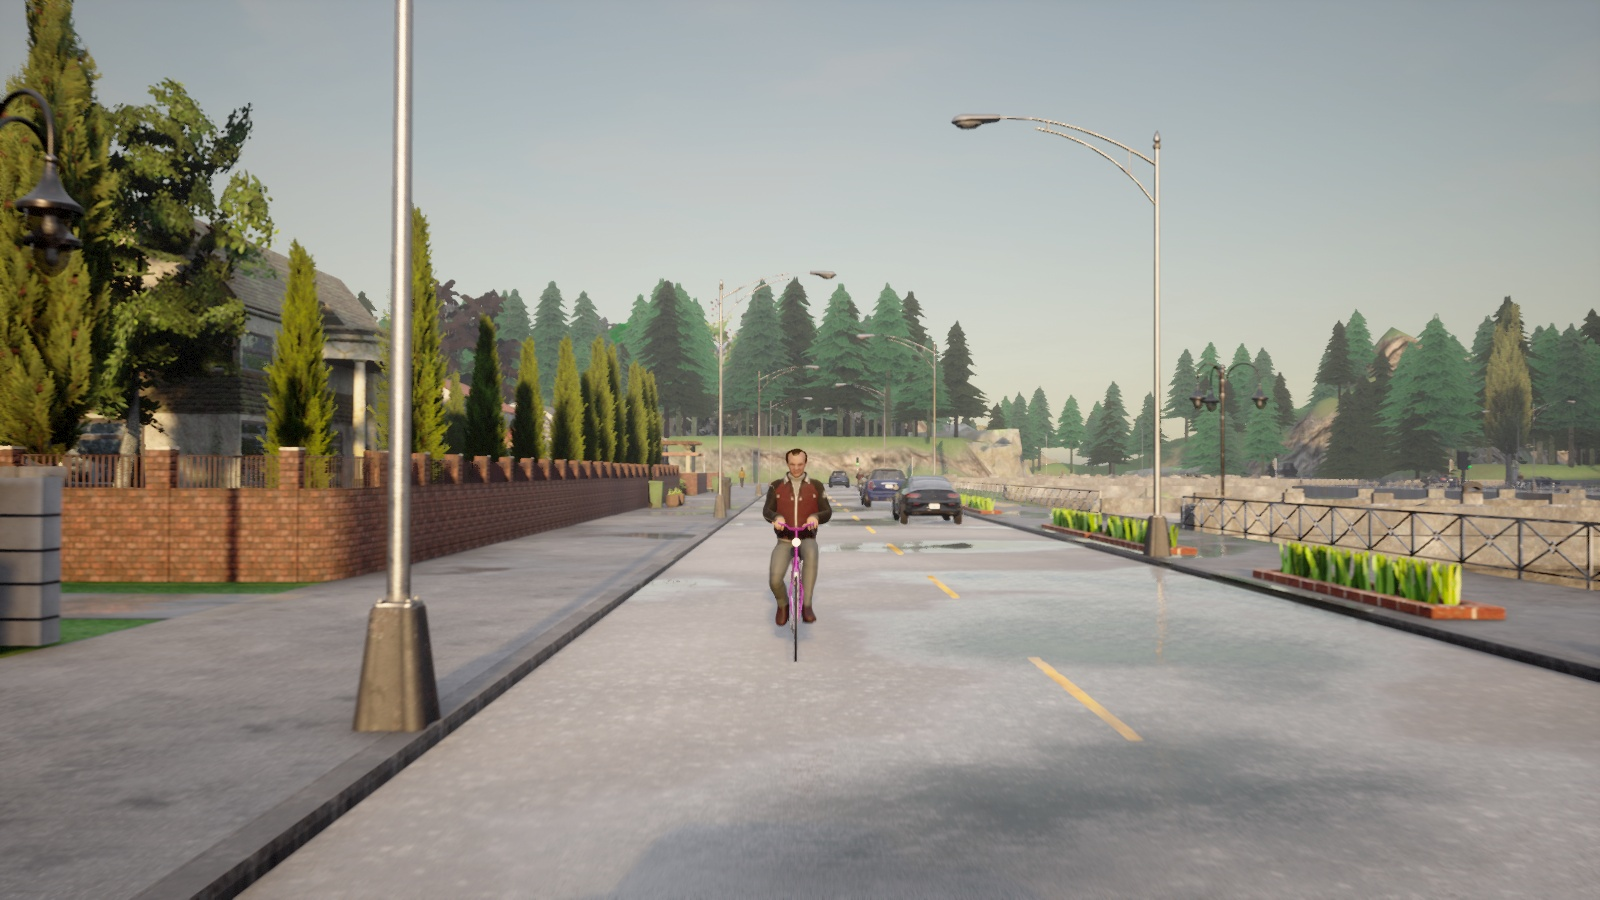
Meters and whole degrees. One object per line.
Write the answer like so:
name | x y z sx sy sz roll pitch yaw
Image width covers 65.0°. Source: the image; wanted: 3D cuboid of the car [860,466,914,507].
car | 3.867 1.606 56.668 2.097 1.767 4.553 0 -1 0

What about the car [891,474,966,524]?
car | 3.909 1.477 38.941 1.812 1.442 4.674 0 -1 0

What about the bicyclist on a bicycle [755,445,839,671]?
bicyclist on a bicycle | -0.026 0.866 10.812 0.659 1.776 1.843 0 -1 0
